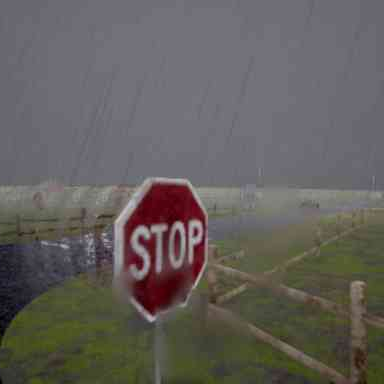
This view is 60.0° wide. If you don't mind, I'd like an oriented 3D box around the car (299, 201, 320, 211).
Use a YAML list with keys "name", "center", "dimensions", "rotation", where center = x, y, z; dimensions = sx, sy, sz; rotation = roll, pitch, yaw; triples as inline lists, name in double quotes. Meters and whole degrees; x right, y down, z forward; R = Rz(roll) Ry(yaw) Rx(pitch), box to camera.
- name: "car"
  center: [16.987, 1.932, 47.962]
  dimensions: [1.994, 1.385, 4.181]
  rotation: [1, 0, 35]
